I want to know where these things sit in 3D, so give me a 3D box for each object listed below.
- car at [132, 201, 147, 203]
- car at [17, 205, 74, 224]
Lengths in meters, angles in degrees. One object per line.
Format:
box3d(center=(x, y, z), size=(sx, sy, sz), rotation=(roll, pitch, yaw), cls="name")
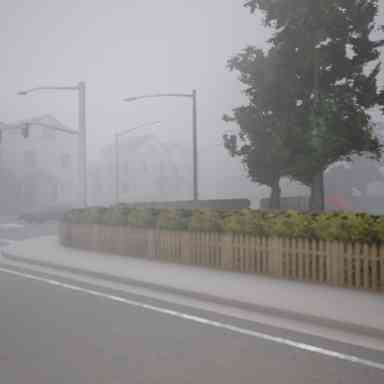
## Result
box3d(center=(-5.926, 1.795, 36.969), size=(2.128, 1.511, 4.902), rotation=(-1, 0, 35), cls="car")
box3d(center=(-11.858, 1.849, 28.415), size=(2.033, 1.411, 5.357), rotation=(-1, 0, 35), cls="car")
